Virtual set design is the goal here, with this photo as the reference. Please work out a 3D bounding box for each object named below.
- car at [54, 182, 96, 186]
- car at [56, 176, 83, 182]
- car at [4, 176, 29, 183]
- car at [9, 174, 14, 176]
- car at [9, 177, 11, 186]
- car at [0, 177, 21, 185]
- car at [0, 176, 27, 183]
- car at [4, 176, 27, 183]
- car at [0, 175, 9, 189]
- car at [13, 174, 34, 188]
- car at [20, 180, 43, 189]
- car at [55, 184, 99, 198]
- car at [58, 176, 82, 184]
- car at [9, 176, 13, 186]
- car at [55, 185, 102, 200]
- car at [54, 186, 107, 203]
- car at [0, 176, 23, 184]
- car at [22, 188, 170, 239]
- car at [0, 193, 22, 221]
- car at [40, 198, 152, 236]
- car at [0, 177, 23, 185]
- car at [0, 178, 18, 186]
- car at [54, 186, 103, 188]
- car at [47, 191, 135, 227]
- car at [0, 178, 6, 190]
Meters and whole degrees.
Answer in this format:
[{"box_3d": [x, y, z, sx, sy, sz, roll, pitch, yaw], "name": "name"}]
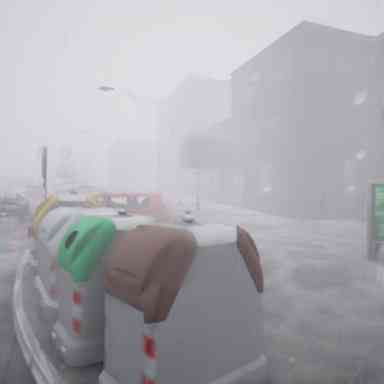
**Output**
[{"box_3d": [-9.956, 0.256, 30.069, 4.553, 1.767, 2.185, 1, 3, -21], "name": "car"}, {"box_3d": [-15.255, -0.674, 43.740, 5.566, 2.045, 2.435, 1, 3, -21], "name": "car"}, {"box_3d": [-44.468, -3.199, 84.409, 5.366, 1.575, 1.946, 1, 3, -21], "name": "car"}, {"box_3d": [-35.249, -1.942, 61.049, 4.553, 1.767, 2.185, 1, 3, -21], "name": "car"}, {"box_3d": [-32.227, -1.328, 53.253, 4.792, 1.488, 2.163, 1, 3, -21], "name": "car"}, {"box_3d": [-38.253, -2.275, 68.868, 4.892, 1.521, 2.231, 1, 3, -21], "name": "car"}, {"box_3d": [-42.452, -2.893, 79.207, 5.366, 1.575, 1.946, 1, 3, -21], "name": "car"}, {"box_3d": [-43.314, -3.012, 81.865, 4.792, 1.488, 2.163, 1, 3, -21], "name": "car"}, {"box_3d": [-30.203, -1.303, 48.039, 5.566, 2.045, 2.435, 1, 3, -21], "name": "car"}, {"box_3d": [-28.951, -1.736, 57.708, 2.150, 2.045, 5.566, 1, 3, -21], "name": "car"}, {"box_3d": [-18.166, -0.244, 38.491, 2.128, 1.511, 4.902, 1, 3, -21], "name": "car"}, {"box_3d": [-13.217, -0.068, 38.388, 4.674, 1.452, 2.002, 1, 3, -21], "name": "car"}, {"box_3d": [-30.851, -3.042, 83.991, 5.566, 2.045, 2.435, 1, 3, -21], "name": "car"}, {"box_3d": [-34.215, -1.624, 58.469, 4.674, 1.452, 2.002, 1, 3, -21], "name": "car"}, {"box_3d": [-12.113, 0.100, 35.536, 4.674, 1.452, 2.002, 1, 3, -21], "name": "car"}, {"box_3d": [-11.022, 0.250, 32.811, 4.792, 1.488, 2.163, 1, 3, -21], "name": "car"}, {"box_3d": [-40.229, -2.707, 74.076, 4.553, 1.767, 2.185, 1, 3, -21], "name": "car"}, {"box_3d": [-3.682, 1.016, 13.718, 5.566, 2.045, 2.435, 1, 2, -21], "name": "car"}, {"box_3d": [-11.094, 0.832, 20.265, 2.128, 1.511, 4.902, 1, 3, -21], "name": "car"}, {"box_3d": [-4.720, 1.153, 16.482, 5.008, 1.535, 2.097, 1, 2, -21], "name": "car"}, {"box_3d": [-39.250, -2.428, 71.474, 4.892, 1.521, 2.231, 1, 3, -21], "name": "car"}, {"box_3d": [-36.182, -1.963, 63.554, 5.008, 1.535, 2.097, 1, 3, -21], "name": "car"}, {"box_3d": [-8.968, 0.537, 27.447, 4.892, 1.521, 2.231, 1, 3, -21], "name": "car"}, {"box_3d": [-5.772, 0.895, 19.100, 4.553, 1.767, 2.185, 1, 3, -21], "name": "car"}, {"box_3d": [-31.160, -1.330, 50.669, 4.553, 1.767, 2.185, 1, 3, -21], "name": "car"}]
